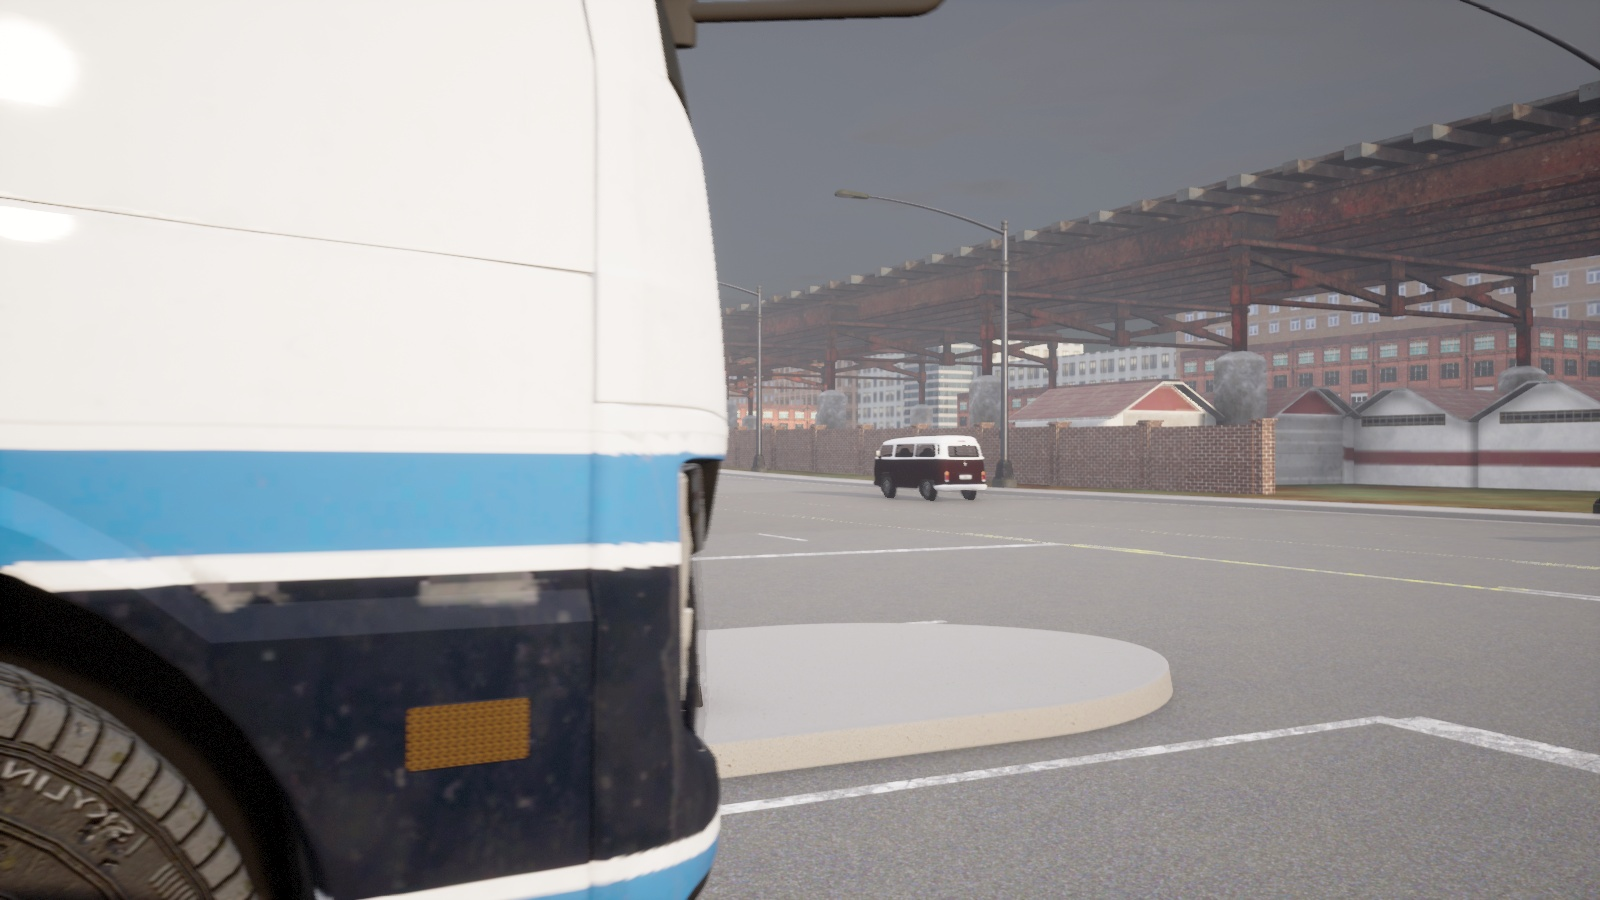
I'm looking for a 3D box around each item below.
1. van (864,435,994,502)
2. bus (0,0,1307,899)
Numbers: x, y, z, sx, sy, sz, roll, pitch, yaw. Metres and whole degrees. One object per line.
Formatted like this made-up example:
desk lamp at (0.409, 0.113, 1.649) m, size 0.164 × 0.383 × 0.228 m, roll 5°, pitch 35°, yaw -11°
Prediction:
van at (4.092, 0.558, 40.590) m, size 2.069 × 2.038 × 4.480 m, roll 0°, pitch 0°, yaw -27°
bus at (-4.585, -0.618, 1.266) m, size 10.273 × 4.253 × 3.944 m, roll 0°, pitch 0°, yaw -30°
